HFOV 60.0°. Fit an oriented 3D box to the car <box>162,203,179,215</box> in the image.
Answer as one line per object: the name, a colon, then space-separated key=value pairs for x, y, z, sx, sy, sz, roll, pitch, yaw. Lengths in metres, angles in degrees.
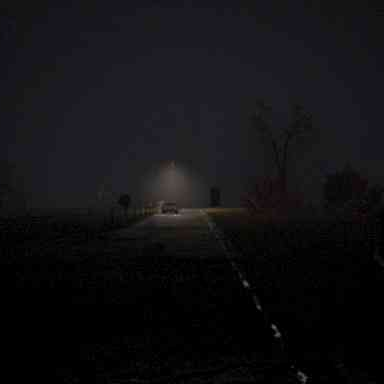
car: x=-2.717 y=2.059 z=41.736 sx=1.812 sy=1.442 sz=4.674 roll=0 pitch=-1 yaw=0
